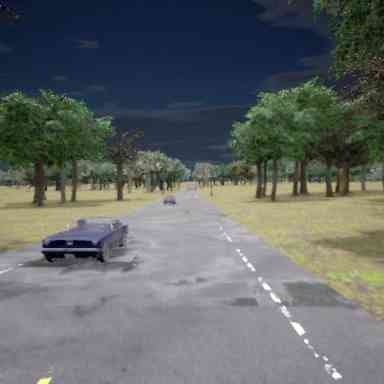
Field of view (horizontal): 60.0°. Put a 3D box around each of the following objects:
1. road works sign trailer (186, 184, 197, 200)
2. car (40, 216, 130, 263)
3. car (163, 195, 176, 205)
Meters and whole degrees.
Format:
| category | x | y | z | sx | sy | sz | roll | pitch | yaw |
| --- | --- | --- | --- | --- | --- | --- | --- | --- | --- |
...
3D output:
| category | x | y | z | sx | sy | sz | roll | pitch | yaw |
| --- | --- | --- | --- | --- | --- | --- | --- | --- | --- |
| road works sign trailer | 0.001 | -0.070 | 76.264 | 2.380 | 3.560 | 2.880 | 0 | 1 | 0 |
| car | -3.599 | 1.579 | 12.013 | 1.895 | 1.301 | 4.718 | 0 | 0 | 0 |
| car | -3.564 | 1.249 | 53.629 | 1.837 | 1.490 | 4.892 | 0 | 1 | 0 |
